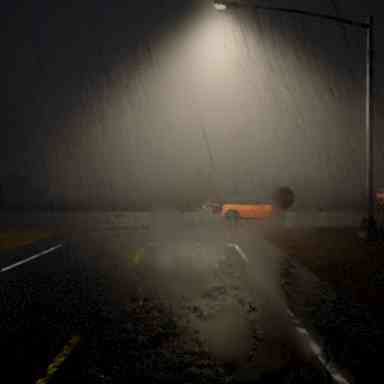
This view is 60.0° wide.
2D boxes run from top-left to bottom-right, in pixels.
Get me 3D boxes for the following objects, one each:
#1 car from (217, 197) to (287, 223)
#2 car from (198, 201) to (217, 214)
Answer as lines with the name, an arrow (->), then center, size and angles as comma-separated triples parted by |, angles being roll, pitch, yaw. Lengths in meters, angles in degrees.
car -> 4.322, 1.176, 23.604 | 4.553, 1.767, 2.097 | 0, 0, -2
car -> 3.001, 1.356, 30.581 | 4.892, 1.490, 1.837 | 0, 1, -1
